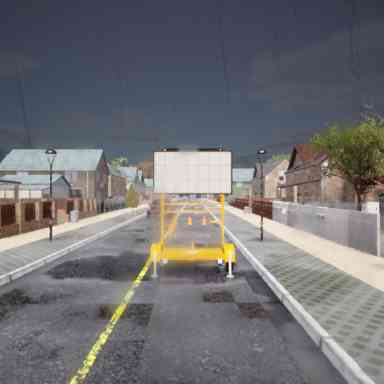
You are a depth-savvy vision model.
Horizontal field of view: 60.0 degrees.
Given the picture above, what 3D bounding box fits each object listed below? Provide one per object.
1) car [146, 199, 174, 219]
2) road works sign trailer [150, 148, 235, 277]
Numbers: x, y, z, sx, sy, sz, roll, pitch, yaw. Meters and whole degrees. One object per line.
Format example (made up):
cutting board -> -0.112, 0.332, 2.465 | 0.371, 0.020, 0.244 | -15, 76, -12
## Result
car -> -2.719, 1.393, 29.300 | 2.097, 1.767, 4.553 | 0, 0, 0
road works sign trailer -> 0.024, 0.471, 10.199 | 2.380, 3.560, 2.880 | 0, 0, 0
